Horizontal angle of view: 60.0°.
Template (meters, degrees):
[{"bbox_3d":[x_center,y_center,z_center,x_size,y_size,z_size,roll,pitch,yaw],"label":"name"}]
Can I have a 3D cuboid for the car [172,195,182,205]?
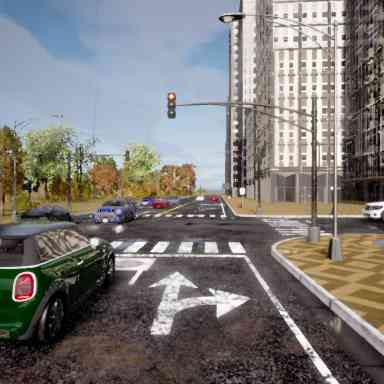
[{"bbox_3d":[-2.972,1.347,58.542,2.097,1.767,4.553,0,0,5],"label":"car"}]

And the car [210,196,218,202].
[{"bbox_3d":[5.216,1.561,78.702,1.994,1.385,4.181,0,0,5],"label":"car"}]

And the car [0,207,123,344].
[{"bbox_3d":[-3.007,1.351,6.592,2.097,1.767,4.553,0,0,1],"label":"car"}]

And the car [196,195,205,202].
[{"bbox_3d":[1.982,1.532,79.024,1.812,1.442,4.674,0,0,5],"label":"car"}]

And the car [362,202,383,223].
[{"bbox_3d":[14.821,1.059,22.846,5.566,2.045,2.150,0,0,5],"label":"car"}]

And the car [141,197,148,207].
[{"bbox_3d":[-6.798,1.518,51.606,1.812,1.442,4.674,0,0,5],"label":"car"}]

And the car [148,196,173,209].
[{"bbox_3d":[-4.120,1.593,44.288,1.895,1.301,4.718,0,0,5],"label":"car"}]

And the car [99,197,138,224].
[{"bbox_3d":[-5.648,1.328,24.455,2.097,1.767,4.553,0,0,4],"label":"car"}]

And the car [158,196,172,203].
[{"bbox_3d":[-5.448,1.560,67.681,1.994,1.385,4.181,0,0,5],"label":"car"}]
